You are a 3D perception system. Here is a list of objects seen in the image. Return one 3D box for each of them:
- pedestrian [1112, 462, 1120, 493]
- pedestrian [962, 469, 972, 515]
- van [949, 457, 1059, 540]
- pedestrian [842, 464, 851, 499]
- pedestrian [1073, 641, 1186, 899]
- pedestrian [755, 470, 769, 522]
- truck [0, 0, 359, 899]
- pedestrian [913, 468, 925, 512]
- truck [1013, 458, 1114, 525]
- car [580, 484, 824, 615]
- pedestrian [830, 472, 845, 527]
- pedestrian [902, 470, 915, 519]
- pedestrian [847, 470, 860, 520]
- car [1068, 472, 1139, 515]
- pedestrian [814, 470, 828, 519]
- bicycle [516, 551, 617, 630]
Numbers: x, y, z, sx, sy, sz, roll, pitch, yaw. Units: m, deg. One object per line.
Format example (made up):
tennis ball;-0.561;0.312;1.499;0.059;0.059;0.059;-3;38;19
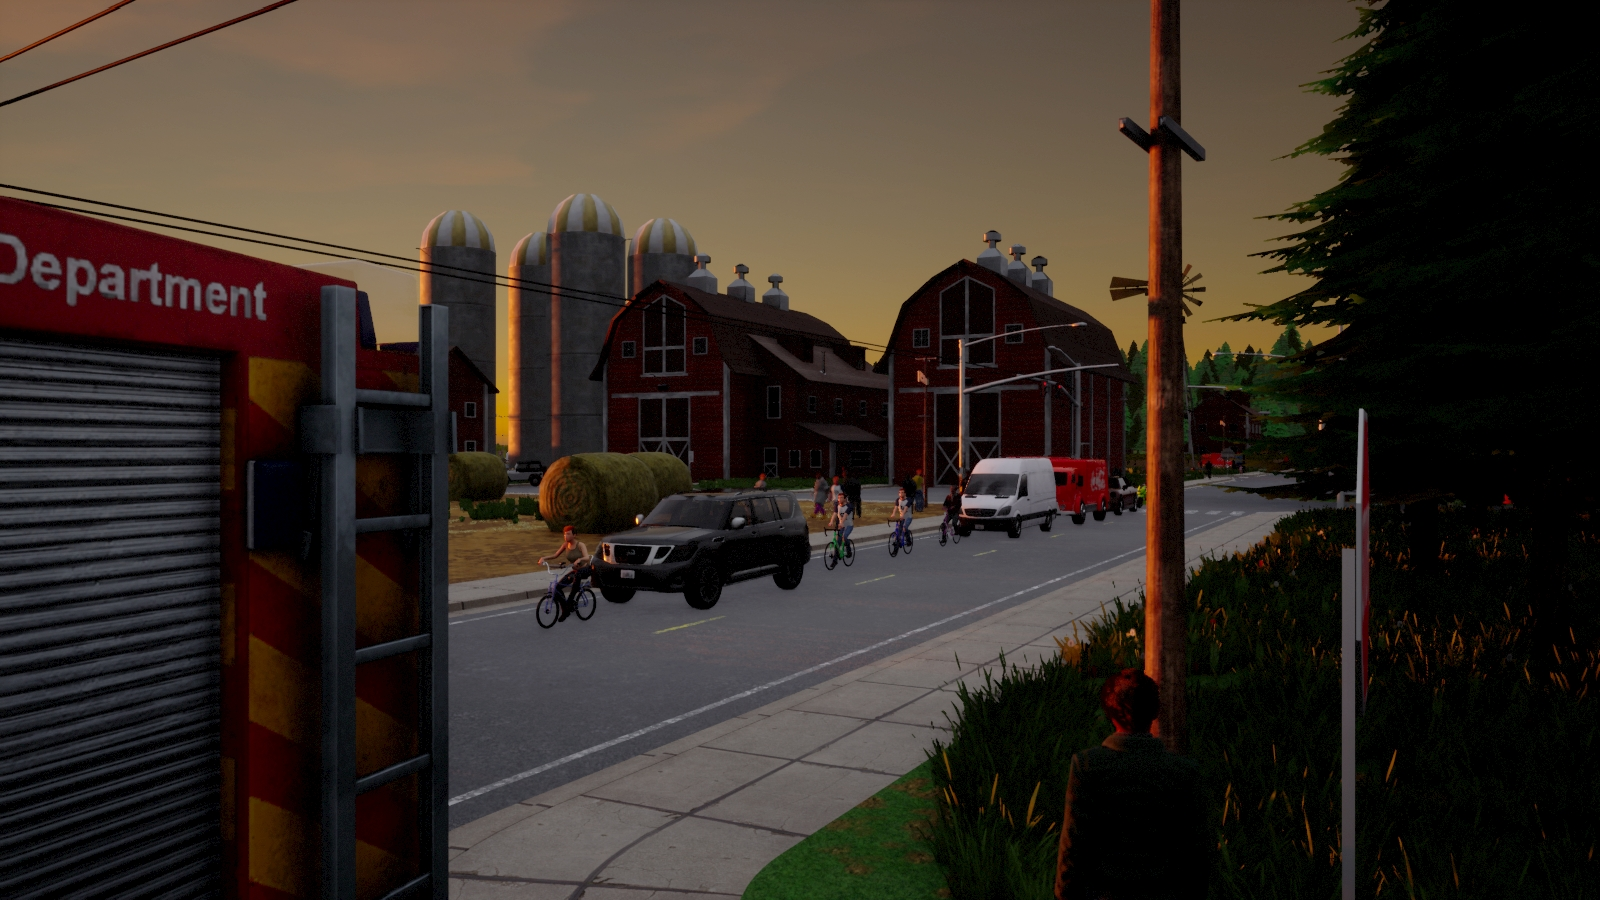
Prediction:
pedestrian;19.512;1.696;70.496;0.375;1.860;0.375;0;0;29
pedestrian;6.814;1.696;46.597;0.375;1.860;0.375;0;0;19
van;7.054;1.534;38.933;1.988;2.561;5.915;0;0;28
pedestrian;2.464;1.670;60.268;0.375;1.860;0.375;0;0;24
pedestrian;1.193;1.663;4.147;0.375;1.860;0.375;0;0;16
pedestrian;-1.384;1.677;41.861;0.375;1.860;0.375;0;0;33
truck;-5.944;0.867;3.837;8.468;3.827;2.891;0;0;19
pedestrian;5.003;1.678;48.095;0.375;1.860;0.375;0;0;37
truck;10.539;1.568;45.363;2.627;2.467;5.204;0;0;28
car;-1.713;1.779;22.406;2.150;2.045;5.566;0;0;27
pedestrian;1.281;1.689;38.980;0.375;1.860;0.375;0;0;25
pedestrian;4.169;1.694;43.995;0.375;1.860;0.375;0;0;29
pedestrian;2.027;1.681;43.101;0.375;1.860;0.375;0;0;21
car;13.635;1.903;51.213;2.097;1.767;4.553;0;0;28
pedestrian;0.799;1.676;43.401;0.375;1.860;0.375;0;0;-44
bicycle;-3.779;2.256;18.557;0.859;1.080;1.487;0;0;28
